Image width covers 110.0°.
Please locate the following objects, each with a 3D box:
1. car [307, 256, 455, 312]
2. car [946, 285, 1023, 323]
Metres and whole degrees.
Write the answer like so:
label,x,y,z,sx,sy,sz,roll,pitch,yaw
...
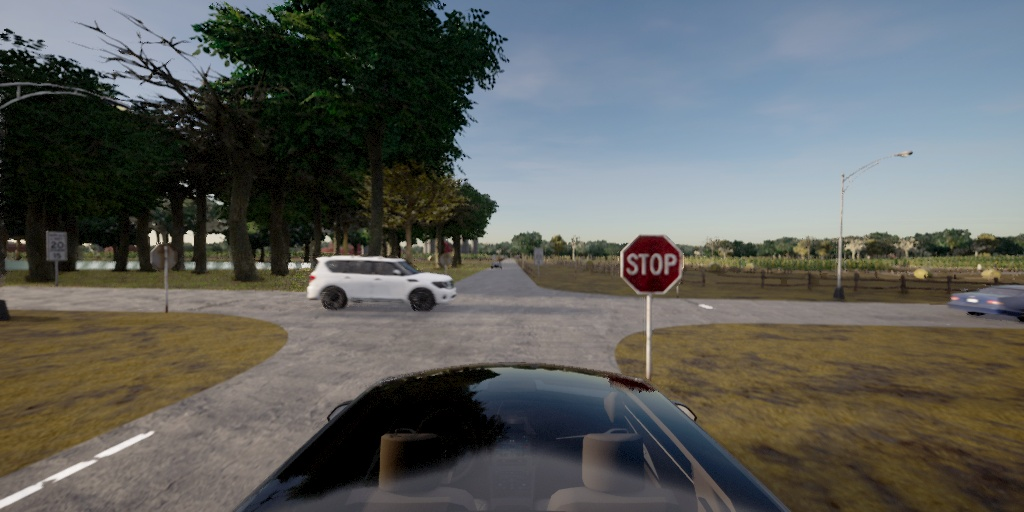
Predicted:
label,x,y,z,sx,sy,sz,roll,pitch,yaw
car,-5.091,1.055,14.338,5.566,2.045,2.150,1,1,0
car,21.115,1.909,14.511,5.357,1.411,2.033,1,1,0
